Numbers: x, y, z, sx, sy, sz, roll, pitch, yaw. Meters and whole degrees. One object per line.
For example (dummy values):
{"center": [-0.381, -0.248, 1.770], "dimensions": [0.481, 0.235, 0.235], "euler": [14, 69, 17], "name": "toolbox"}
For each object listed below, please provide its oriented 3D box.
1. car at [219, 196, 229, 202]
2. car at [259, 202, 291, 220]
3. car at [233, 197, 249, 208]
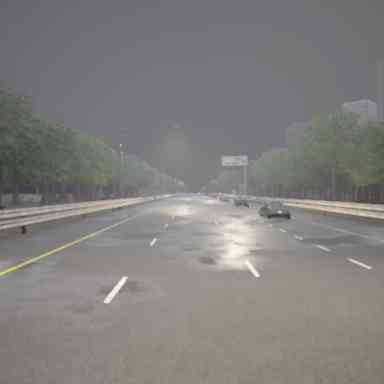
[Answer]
{"center": [7.342, 1.543, 76.776], "dimensions": [1.994, 1.385, 4.181], "euler": [0, 0, 0], "name": "car"}
{"center": [7.054, 1.572, 28.675], "dimensions": [1.994, 1.385, 4.181], "euler": [0, 0, 0], "name": "car"}
{"center": [7.144, 1.513, 48.933], "dimensions": [1.837, 1.490, 4.892], "euler": [0, 0, 0], "name": "car"}
